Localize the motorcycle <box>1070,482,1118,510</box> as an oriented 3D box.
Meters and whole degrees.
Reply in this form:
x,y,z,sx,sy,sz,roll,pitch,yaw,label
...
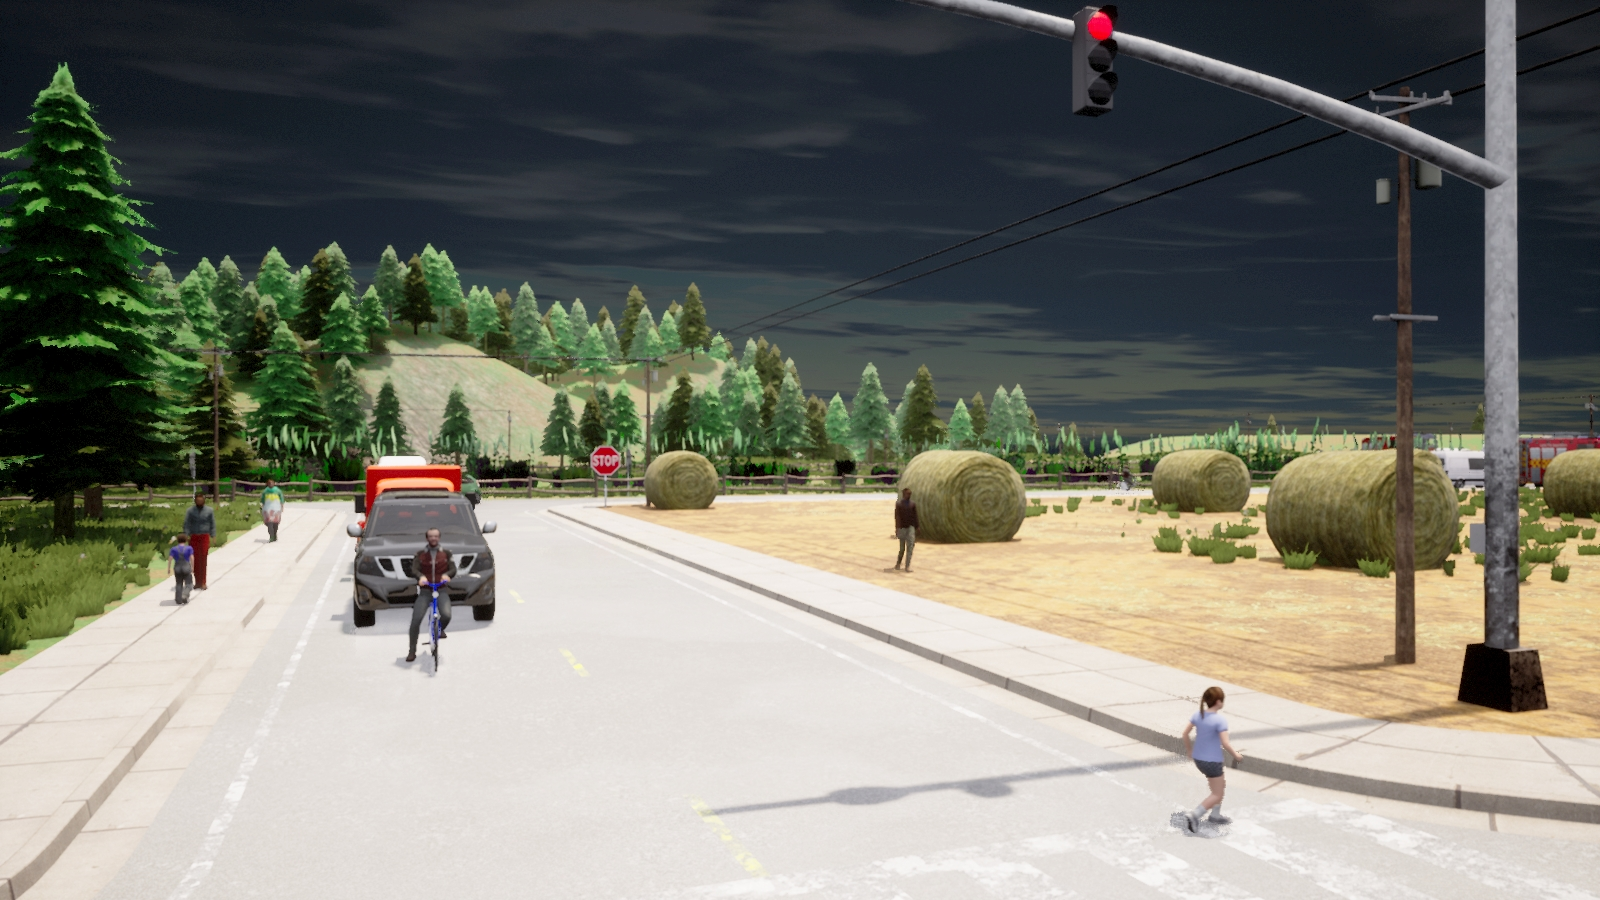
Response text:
x,y,z,sx,sy,sz,roll,pitch,yaw,label
13.624,2.120,52.927,2.033,1.199,0.803,0,0,-21,motorcycle

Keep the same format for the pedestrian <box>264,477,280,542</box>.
x,y,z,sx,sy,sz,roll,pitch,yaw,label
-15.337,1.714,33.198,0.375,1.860,0.375,0,0,-20,pedestrian

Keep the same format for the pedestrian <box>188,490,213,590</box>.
x,y,z,sx,sy,sz,roll,pitch,yaw,label
-11.445,1.711,21.805,0.375,1.860,0.375,0,0,-21,pedestrian

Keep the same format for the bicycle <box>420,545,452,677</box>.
x,y,z,sx,sy,sz,roll,pitch,yaw,label
-4.783,2.062,14.992,0.329,1.471,1.835,0,0,-20,bicycle

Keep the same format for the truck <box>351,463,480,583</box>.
x,y,z,sx,sy,sz,roll,pitch,yaw,label
-9.124,1.575,26.983,2.627,2.467,5.204,0,0,-20,truck

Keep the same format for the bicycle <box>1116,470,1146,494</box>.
x,y,z,sx,sy,sz,roll,pitch,yaw,label
20.023,1.934,69.172,1.835,1.471,0.329,0,0,-17,bicycle

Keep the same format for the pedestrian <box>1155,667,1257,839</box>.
x,y,z,sx,sy,sz,roll,pitch,yaw,label
2.984,2.211,8.421,0.500,1.100,0.500,0,0,-18,pedestrian

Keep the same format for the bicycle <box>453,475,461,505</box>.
x,y,z,sx,sy,sz,roll,pitch,yaw,label
-17.932,2.073,59.721,0.329,1.471,1.835,0,0,-20,bicycle

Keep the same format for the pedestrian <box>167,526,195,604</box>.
x,y,z,sx,sy,sz,roll,pitch,yaw,label
-10.712,1.989,19.787,0.375,1.300,0.375,0,0,-20,pedestrian

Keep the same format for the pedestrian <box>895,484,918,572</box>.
x,y,z,sx,sy,sz,roll,pitch,yaw,label
2.270,1.660,24.454,0.375,1.860,0.375,0,0,-16,pedestrian

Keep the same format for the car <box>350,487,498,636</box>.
x,y,z,sx,sy,sz,roll,pitch,yaw,label
-6.705,1.784,20.196,2.150,2.045,5.566,0,0,-20,car

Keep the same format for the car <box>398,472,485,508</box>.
x,y,z,sx,sy,sz,roll,pitch,yaw,label
-18.074,1.995,57.772,1.851,1.617,3.988,0,0,30,car
